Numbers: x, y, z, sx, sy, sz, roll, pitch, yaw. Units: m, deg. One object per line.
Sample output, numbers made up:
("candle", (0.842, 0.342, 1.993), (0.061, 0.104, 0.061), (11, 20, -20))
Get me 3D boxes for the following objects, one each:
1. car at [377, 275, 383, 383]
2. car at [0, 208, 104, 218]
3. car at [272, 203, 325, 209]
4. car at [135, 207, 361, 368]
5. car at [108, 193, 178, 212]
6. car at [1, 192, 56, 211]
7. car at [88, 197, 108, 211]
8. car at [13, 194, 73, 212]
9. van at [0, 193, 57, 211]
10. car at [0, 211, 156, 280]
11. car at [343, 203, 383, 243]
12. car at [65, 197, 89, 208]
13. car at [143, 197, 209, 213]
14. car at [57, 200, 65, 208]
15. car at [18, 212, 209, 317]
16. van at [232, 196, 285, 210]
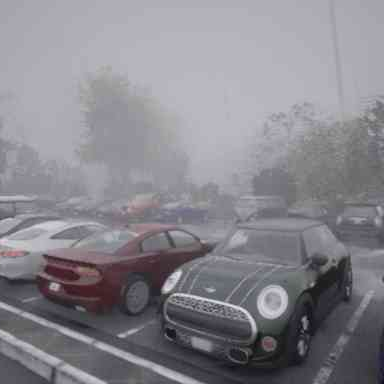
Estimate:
("car", (3.710, 1.513, 4.396), (2.002, 1.452, 4.674), (0, 0, 35))
("car", (-5.514, 1.475, 10.942), (2.002, 1.452, 4.674), (0, 0, 35))
("car", (6.350, 1.485, 17.973), (2.163, 1.488, 4.792), (0, 0, 35))
("car", (1.423, 1.339, 6.054), (2.185, 1.767, 4.553), (0, 0, 35))
("car", (-3.008, 1.091, 24.547), (2.435, 2.045, 5.566), (1, 1, 35))
("car", (-16.722, 0.870, 34.280), (2.185, 1.767, 4.553), (1, 1, 35))
("car", (-5.315, 1.313, 26.184), (2.163, 1.488, 4.792), (1, 1, 35))
("car", (-14.508, 1.051, 32.741), (2.097, 1.535, 5.008), (1, 1, 35))
("van", (-7.857, 1.173, 12.745), (1.878, 1.987, 4.442), (1, 1, 35))
("car", (-3.206, 1.488, 9.298), (2.002, 1.452, 4.674), (0, 0, 35))
("car", (8.514, 1.337, 16.360), (2.185, 1.767, 4.553), (0, 0, 35))
("car", (-7.617, 1.255, 27.818), (2.163, 1.488, 4.792), (1, 1, 35))
("car", (-0.688, 1.397, 22.927), (2.097, 1.535, 5.008), (2, 1, 35))
("car", (-9.796, 1.171, 29.409), (2.231, 1.521, 4.892), (1, 1, 35))
("car", (-0.903, 1.456, 7.660), (2.097, 1.535, 5.008), (0, 0, 35))
("van", (3.960, 1.221, 19.487), (1.878, 1.987, 4.442), (0, 0, 35))
